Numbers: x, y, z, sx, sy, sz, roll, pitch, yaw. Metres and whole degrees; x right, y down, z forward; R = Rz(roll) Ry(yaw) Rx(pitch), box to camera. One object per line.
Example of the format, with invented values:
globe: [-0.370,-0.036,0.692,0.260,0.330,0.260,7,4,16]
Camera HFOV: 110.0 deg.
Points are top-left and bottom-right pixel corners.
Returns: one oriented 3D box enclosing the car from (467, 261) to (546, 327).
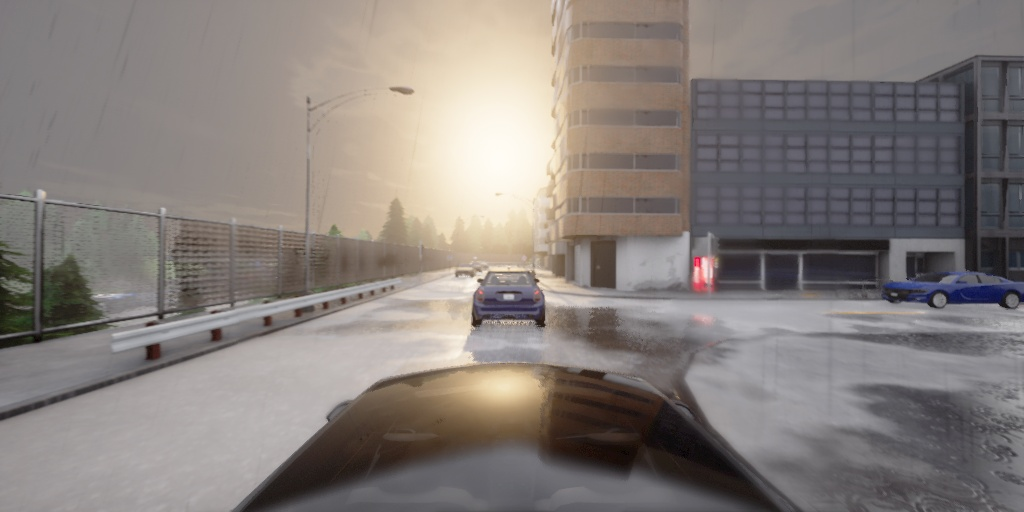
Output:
car: [-0.124,1.157,11.962,2.097,1.767,4.553,0,0,-1]

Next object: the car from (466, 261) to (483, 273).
car: [-4.975,1.480,48.142,1.837,1.490,4.892,0,-1,-1]

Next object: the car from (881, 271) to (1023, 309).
car: [19.138,1.415,15.658,5.008,1.535,1.882,0,0,-1]

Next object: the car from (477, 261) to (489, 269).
car: [-5.206,1.596,64.033,1.812,1.442,4.674,0,0,-1]

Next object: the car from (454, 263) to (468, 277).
car: [-4.786,1.465,37.648,2.033,1.411,5.357,0,0,-1]
